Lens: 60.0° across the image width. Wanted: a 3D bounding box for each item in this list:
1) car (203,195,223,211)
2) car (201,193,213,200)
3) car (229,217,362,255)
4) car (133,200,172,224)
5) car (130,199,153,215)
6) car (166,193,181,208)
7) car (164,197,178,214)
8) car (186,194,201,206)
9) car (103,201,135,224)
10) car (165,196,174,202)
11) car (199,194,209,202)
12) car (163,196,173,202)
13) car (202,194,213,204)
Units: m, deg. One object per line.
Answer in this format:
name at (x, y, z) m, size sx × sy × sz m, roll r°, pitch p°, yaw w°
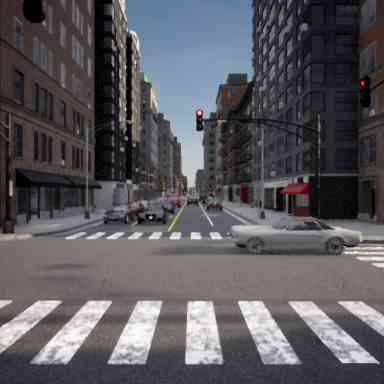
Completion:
car at (2.691, 1.451, 41.138) m, size 1.967 × 1.590 × 4.097 m, roll 0°, pitch 0°, yaw 0°
car at (3.061, 1.237, 61.854) m, size 2.150 × 2.045 × 5.566 m, roll 0°, pitch 0°, yaw 0°
car at (3.812, 1.632, 12.894) m, size 4.718 × 1.301 × 1.895 m, roll 0°, pitch 0°, yaw 0°
car at (-2.816, 1.573, 24.758) m, size 1.994 × 1.385 × 4.181 m, roll 0°, pitch 0°, yaw 0°
car at (-5.341, 1.536, 35.532) m, size 1.752 × 1.417 × 4.829 m, roll 0°, pitch 0°, yaw 0°
car at (-2.769, 1.234, 48.638) m, size 2.150 × 2.045 × 5.566 m, roll 0°, pitch 0°, yaw 0°
car at (-2.801, 1.575, 34.732) m, size 1.994 × 1.385 × 4.181 m, roll 0°, pitch 0°, yaw 0°
car at (0.123, 1.515, 54.914) m, size 1.837 × 1.490 × 4.892 m, roll 0°, pitch 0°, yaw 0°
car at (-5.355, 1.560, 24.794) m, size 2.008 × 1.369 × 4.403 m, roll 0°, pitch 0°, yaw 0°
car at (-5.284, 1.593, 79.332) m, size 1.802 × 1.307 × 4.206 m, roll 0°, pitch 0°, yaw 0°
car at (2.739, 1.326, 79.319) m, size 2.192 × 1.841 × 5.009 m, roll 0°, pitch 0°, yaw 0°
car at (-5.292, 1.535, 73.709) m, size 1.752 × 1.417 × 4.829 m, roll 0°, pitch 0°, yaw 0°
car at (3.091, 1.514, 54.823) m, size 1.837 × 1.490 × 4.892 m, roll 0°, pitch 0°, yaw 0°
